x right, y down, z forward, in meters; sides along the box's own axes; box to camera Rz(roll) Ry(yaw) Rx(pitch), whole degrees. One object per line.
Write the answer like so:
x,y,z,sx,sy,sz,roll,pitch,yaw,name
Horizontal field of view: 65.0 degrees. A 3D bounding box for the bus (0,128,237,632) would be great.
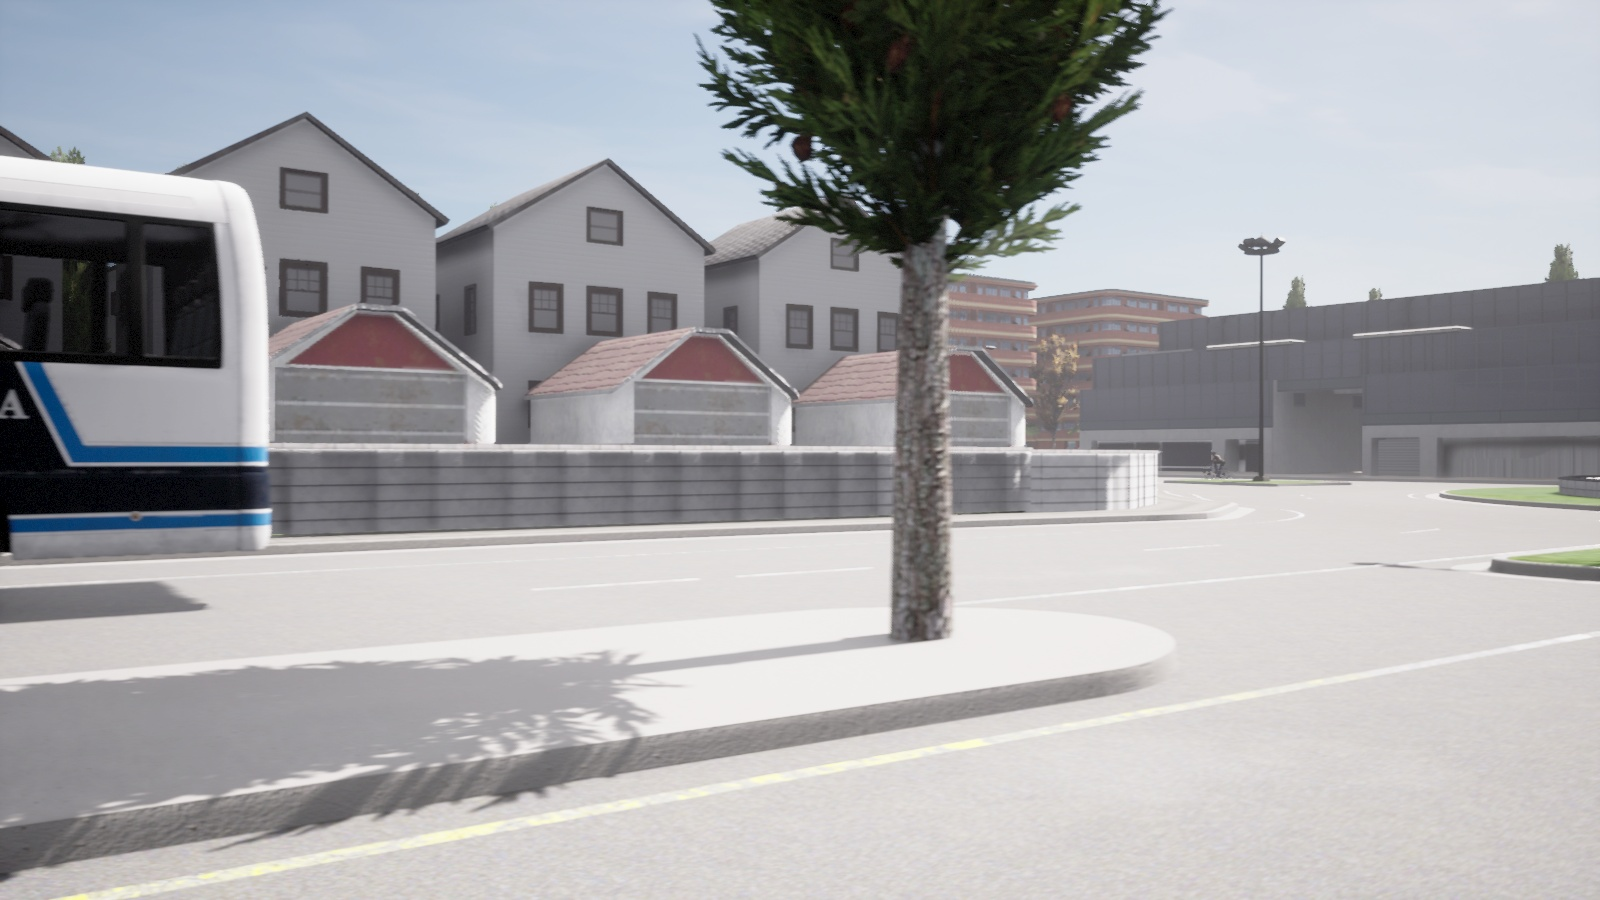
-10.563,-0.584,10.324,10.273,4.253,3.944,0,0,-35,bus
